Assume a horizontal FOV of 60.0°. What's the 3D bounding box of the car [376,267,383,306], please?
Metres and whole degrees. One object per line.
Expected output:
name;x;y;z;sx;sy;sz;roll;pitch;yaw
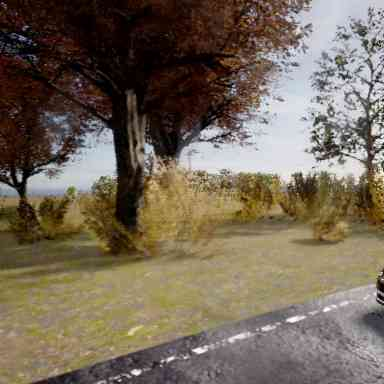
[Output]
car;5.666;1.505;6.580;4.892;1.490;1.837;0;0;-31
